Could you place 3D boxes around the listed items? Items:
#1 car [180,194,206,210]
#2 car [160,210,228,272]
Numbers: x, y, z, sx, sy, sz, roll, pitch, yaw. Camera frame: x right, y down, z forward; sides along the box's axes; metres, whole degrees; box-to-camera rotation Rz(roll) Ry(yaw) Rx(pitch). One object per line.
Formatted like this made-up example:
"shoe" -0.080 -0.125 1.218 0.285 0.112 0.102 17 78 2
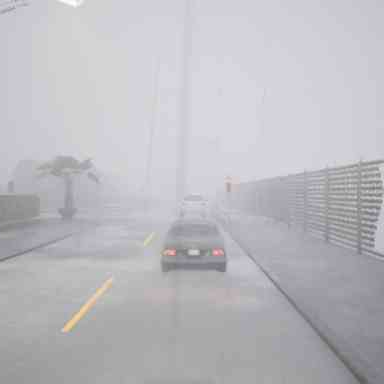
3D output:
"car" 0.087 1.183 30.526 2.150 2.045 5.566 0 0 0
"car" 0.063 1.533 10.665 2.033 1.411 5.357 0 0 0
